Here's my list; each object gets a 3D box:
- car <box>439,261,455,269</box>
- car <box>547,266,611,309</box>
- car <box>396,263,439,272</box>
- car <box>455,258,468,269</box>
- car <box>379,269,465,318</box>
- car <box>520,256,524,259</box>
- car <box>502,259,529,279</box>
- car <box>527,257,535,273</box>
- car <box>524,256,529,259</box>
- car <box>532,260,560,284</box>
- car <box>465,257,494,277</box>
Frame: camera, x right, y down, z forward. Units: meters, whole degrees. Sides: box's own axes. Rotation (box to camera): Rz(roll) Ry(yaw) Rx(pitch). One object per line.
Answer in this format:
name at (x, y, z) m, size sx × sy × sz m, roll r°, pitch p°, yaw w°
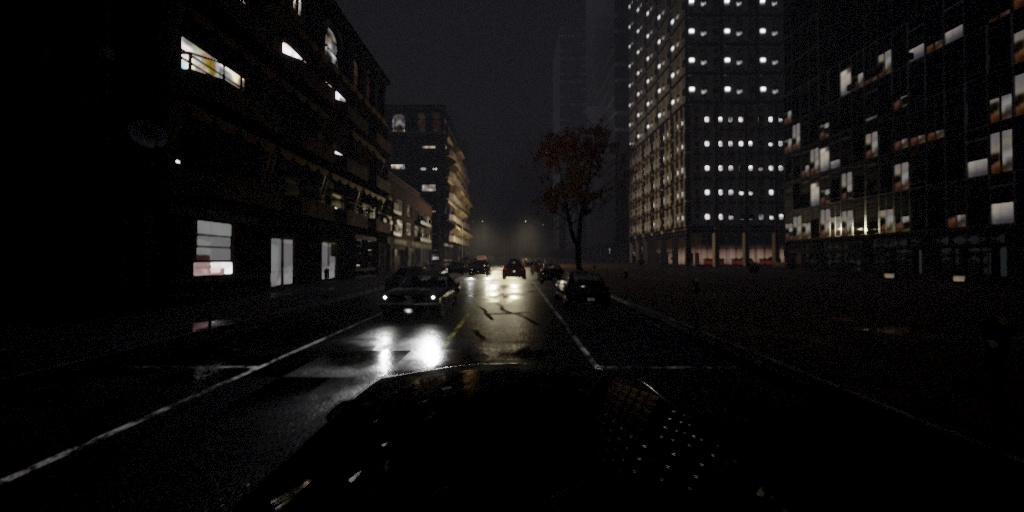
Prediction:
car at (-5.627, 1.212, 25.686) m, size 2.007 × 1.370 × 4.403 m, roll 0°, pitch 0°, yaw 0°
car at (2.723, 1.252, 14.522) m, size 2.007 × 1.370 × 4.403 m, roll 0°, pitch 0°, yaw 0°
car at (-5.642, 1.247, 20.116) m, size 1.948 × 1.339 × 4.313 m, roll 0°, pitch 0°, yaw 0°
car at (-5.596, 1.187, 36.825) m, size 1.948 × 1.339 × 4.313 m, roll 0°, pitch 0°, yaw 0°
car at (-3.069, 1.309, 12.850) m, size 1.895 × 1.301 × 4.718 m, roll 0°, pitch 0°, yaw 0°
car at (0.213, 1.102, 44.389) m, size 1.837 × 1.490 × 4.892 m, roll 0°, pitch 1°, yaw 0°
car at (0.177, 1.207, 30.988) m, size 1.994 × 1.385 × 4.181 m, roll 0°, pitch 0°, yaw 0°
car at (2.786, 1.147, 36.971) m, size 1.751 × 1.417 × 4.829 m, roll 0°, pitch 0°, yaw 0°
car at (2.832, 1.115, 53.510) m, size 2.007 × 1.370 × 4.403 m, roll 0°, pitch 0°, yaw 0°
car at (2.754, 1.212, 25.661) m, size 2.007 × 1.370 × 4.403 m, roll 0°, pitch 0°, yaw 0°
car at (-3.014, 1.135, 34.210) m, size 1.837 × 1.490 × 4.892 m, roll 0°, pitch 0°, yaw 0°
